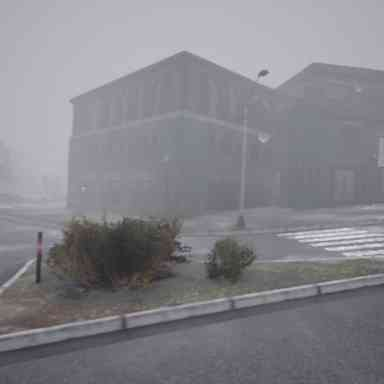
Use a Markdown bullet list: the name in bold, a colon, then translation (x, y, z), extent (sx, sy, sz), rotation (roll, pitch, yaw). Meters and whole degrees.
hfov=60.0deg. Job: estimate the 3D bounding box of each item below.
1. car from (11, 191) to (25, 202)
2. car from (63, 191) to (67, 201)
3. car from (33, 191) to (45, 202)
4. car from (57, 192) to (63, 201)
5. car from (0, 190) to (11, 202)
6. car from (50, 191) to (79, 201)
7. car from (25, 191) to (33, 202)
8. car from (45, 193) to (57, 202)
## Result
- **car**: translation (-32.161, 0.668, 56.205), extent (5.566, 2.045, 2.435), rotation (2, -1, -8)
- **car**: translation (-28.848, 1.130, 70.665), extent (4.792, 1.488, 2.163), rotation (1, 0, -6)
- **car**: translation (-31.067, 1.010, 61.956), extent (5.366, 1.575, 1.946), rotation (2, 0, -7)
- **car**: translation (-29.485, 0.958, 67.785), extent (4.553, 1.767, 2.185), rotation (2, 0, -7)
- **car**: translation (-32.858, 0.613, 53.285), extent (5.566, 2.045, 2.435), rotation (2, 0, -8)
- **car**: translation (-28.128, 0.857, 73.552), extent (5.566, 2.045, 2.435), rotation (1, 1, -6)
- **car**: translation (-31.573, 0.845, 59.090), extent (4.553, 1.767, 2.185), rotation (2, -1, -7)
- **car**: translation (-30.172, 0.805, 64.897), extent (5.566, 2.045, 2.435), rotation (2, -1, -7)
